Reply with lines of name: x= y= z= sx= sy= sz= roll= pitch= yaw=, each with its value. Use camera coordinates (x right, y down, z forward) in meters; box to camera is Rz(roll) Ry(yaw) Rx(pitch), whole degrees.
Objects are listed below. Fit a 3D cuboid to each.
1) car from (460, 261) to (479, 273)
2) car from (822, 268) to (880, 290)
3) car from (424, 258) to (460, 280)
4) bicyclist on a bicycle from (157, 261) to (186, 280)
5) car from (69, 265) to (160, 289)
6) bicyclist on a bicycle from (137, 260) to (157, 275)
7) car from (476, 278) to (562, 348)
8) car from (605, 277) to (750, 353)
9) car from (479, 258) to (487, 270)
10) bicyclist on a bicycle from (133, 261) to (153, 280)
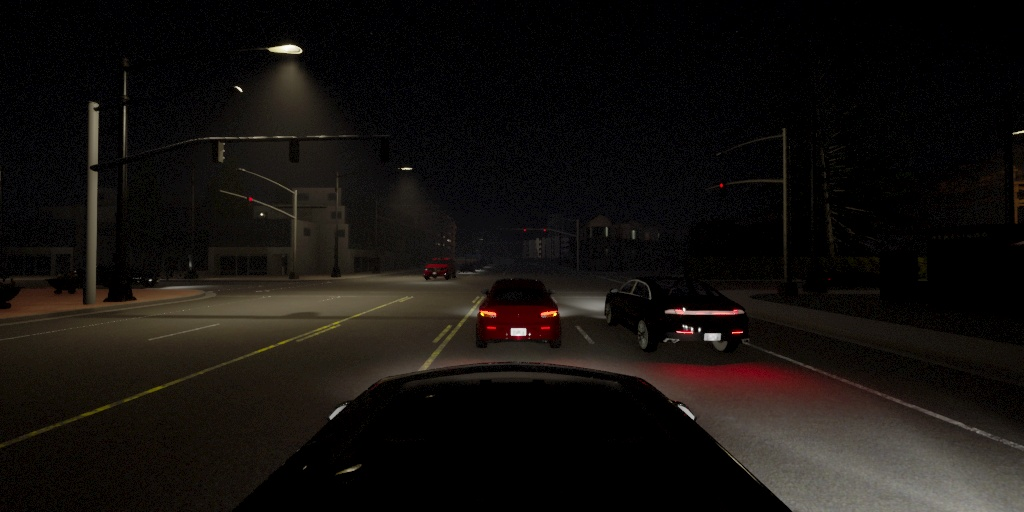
car: x=-6.444 y=1.681 z=52.311 sx=2.033 sy=1.411 sz=5.357 roll=0 pitch=0 yaw=1
car: x=21.535 y=1.423 z=22.287 sx=4.718 sy=1.301 sz=1.895 roll=0 pitch=-1 yaw=1
car: x=-6.688 y=1.191 z=33.856 sx=2.150 sy=2.045 sz=5.566 roll=0 pitch=-1 yaw=1
bicyclist on a bicycle: x=-29.282 y=1.230 z=31.021 sx=1.656 sy=1.620 sz=0.582 roll=1 pitch=-1 yaw=-22
car: x=-25.852 y=1.331 z=23.285 sx=4.892 sy=1.490 sz=1.837 roll=0 pitch=-1 yaw=1
bicyclist on a bicycle: x=-31.220 y=1.161 z=31.254 sx=1.656 sy=1.620 sz=0.582 roll=20 pitch=5 yaw=-25
car: x=0.166 y=1.288 z=9.128 sx=1.812 sy=1.442 sz=4.674 roll=0 pitch=0 yaw=1
car: x=3.657 y=1.250 z=8.882 sx=2.128 sy=1.511 sz=4.902 roll=0 pitch=0 yaw=1
car: x=-6.260 y=1.592 z=64.086 sx=2.128 sy=1.511 sz=4.902 roll=0 pitch=1 yaw=1
bicyclist on a bicycle: x=-32.646 y=1.244 z=31.740 sx=1.656 sy=1.620 sz=0.582 roll=0 pitch=0 yaw=19
